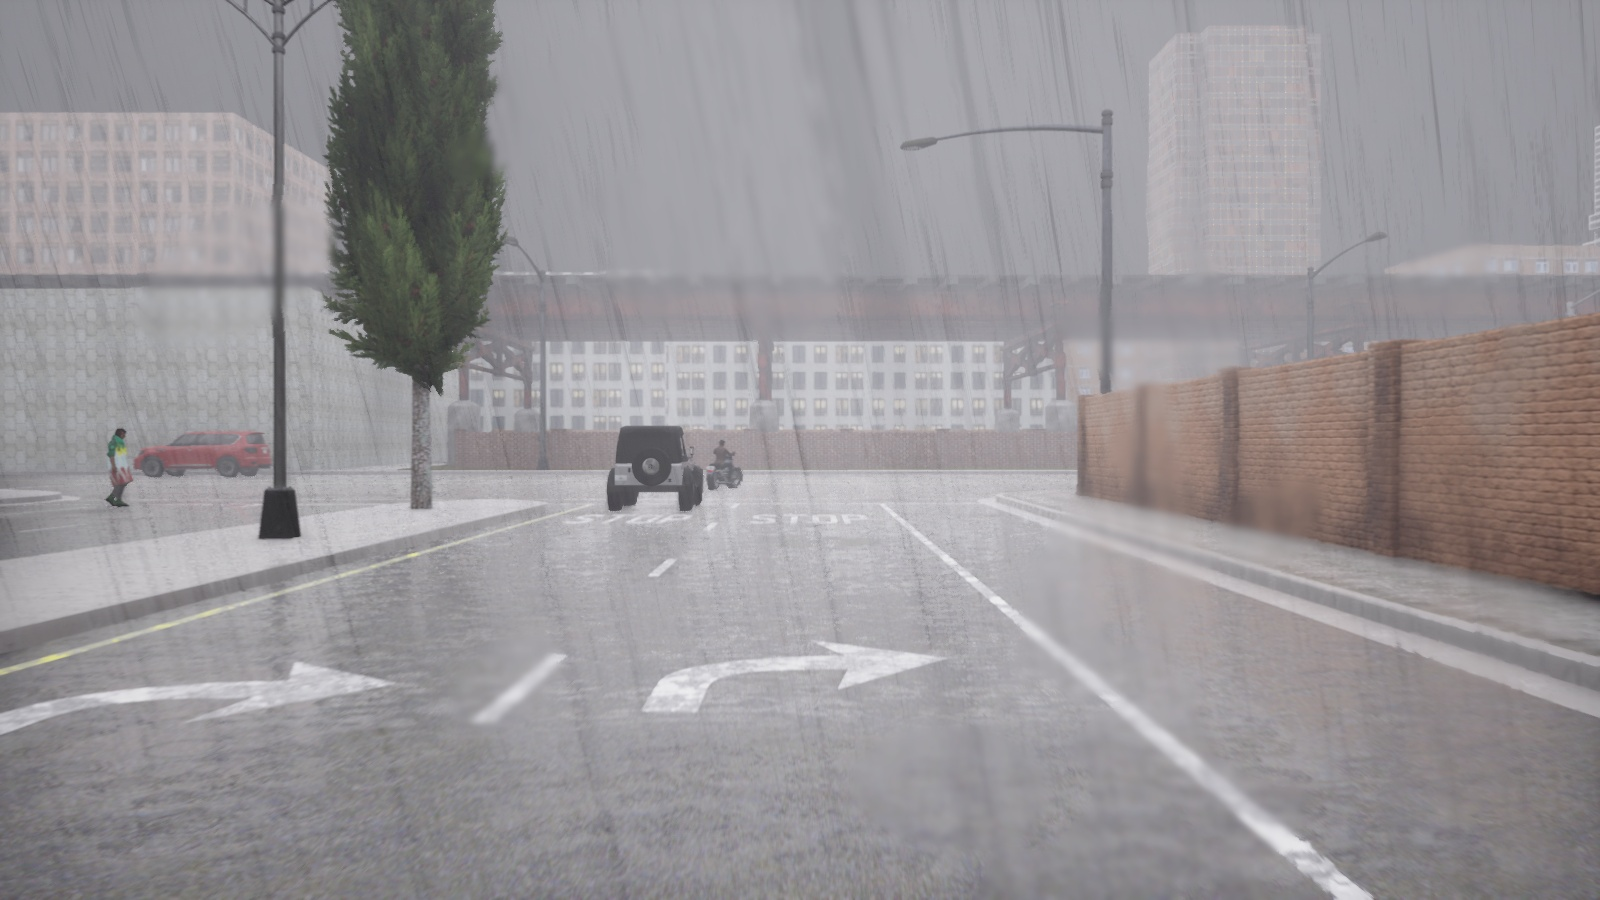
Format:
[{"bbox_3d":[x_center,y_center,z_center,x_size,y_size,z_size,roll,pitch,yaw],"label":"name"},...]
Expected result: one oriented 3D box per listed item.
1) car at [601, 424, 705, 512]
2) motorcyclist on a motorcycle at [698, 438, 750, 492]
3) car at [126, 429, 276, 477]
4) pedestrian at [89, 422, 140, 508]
[{"bbox_3d":[-3.290,0.377,28.823,1.905,1.878,3.866,0,0,0],"label":"car"},{"bbox_3d":[-2.428,0.467,40.372,0.766,1.649,2.350,2,1,19],"label":"motorcyclist on a motorcycle"},{"bbox_3d":[-26.273,0.133,55.176,5.566,2.045,2.150,0,0,1],"label":"car"},{"bbox_3d":[-15.757,0.343,28.885,0.873,1.952,0.659,0,0,-12],"label":"pedestrian"}]
